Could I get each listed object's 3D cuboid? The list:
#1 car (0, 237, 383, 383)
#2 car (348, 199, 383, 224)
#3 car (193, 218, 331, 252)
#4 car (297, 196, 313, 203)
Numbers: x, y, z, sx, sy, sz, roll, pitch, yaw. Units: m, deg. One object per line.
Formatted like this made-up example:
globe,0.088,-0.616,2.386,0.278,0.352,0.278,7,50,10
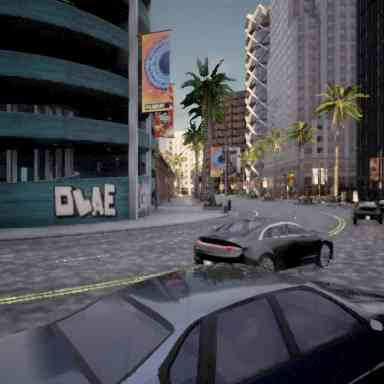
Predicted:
car,0.482,1.546,3.513,5.357,1.411,2.033,0,0,-35
car,13.053,1.493,25.121,1.837,1.490,4.892,1,0,22
car,2.213,1.487,9.482,4.902,1.511,2.128,0,0,-41
car,22.219,1.448,65.712,2.231,1.521,4.892,0,0,-1
